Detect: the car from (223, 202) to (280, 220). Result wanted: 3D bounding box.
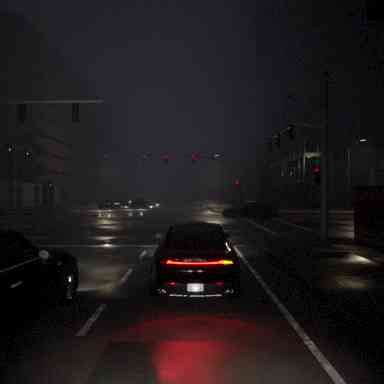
[{"bbox_3d":[4.925,1.568,27.756,4.674,1.442,1.812,1,0,0],"label":"car"}]

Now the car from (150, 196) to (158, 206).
[{"bbox_3d":[-7.390,1.478,56.536,1.882,1.535,5.008,0,0,1],"label":"car"}]

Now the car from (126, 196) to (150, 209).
[{"bbox_3d":[-7.456,1.505,46.467,1.837,1.490,4.892,0,0,0],"label":"car"}]

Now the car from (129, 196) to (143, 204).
[{"bbox_3d":[-10.761,1.526,64.596,1.812,1.442,4.674,0,0,1],"label":"car"}]

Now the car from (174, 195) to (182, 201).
[{"bbox_3d":[-3.499,1.553,84.312,1.994,1.385,4.181,0,0,1],"label":"car"}]

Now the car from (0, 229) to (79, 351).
[{"bbox_3d":[-3.445,1.352,5.196,2.097,1.767,4.553,0,0,0],"label":"car"}]

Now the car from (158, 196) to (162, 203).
[{"bbox_3d":[-7.215,1.491,66.963,2.128,1.511,4.902,0,0,1],"label":"car"}]

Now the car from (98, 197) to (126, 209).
[{"bbox_3d":[-10.925,1.547,44.579,2.033,1.411,5.357,0,0,3],"label":"car"}]

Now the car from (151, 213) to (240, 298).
[{"bbox_3d":[0.082,1.505,8.518,1.837,1.490,4.892,0,0,0],"label":"car"}]

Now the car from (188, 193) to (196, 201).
[{"bbox_3d":[0.003,1.225,84.536,2.150,2.045,5.566,0,0,1],"label":"car"}]
